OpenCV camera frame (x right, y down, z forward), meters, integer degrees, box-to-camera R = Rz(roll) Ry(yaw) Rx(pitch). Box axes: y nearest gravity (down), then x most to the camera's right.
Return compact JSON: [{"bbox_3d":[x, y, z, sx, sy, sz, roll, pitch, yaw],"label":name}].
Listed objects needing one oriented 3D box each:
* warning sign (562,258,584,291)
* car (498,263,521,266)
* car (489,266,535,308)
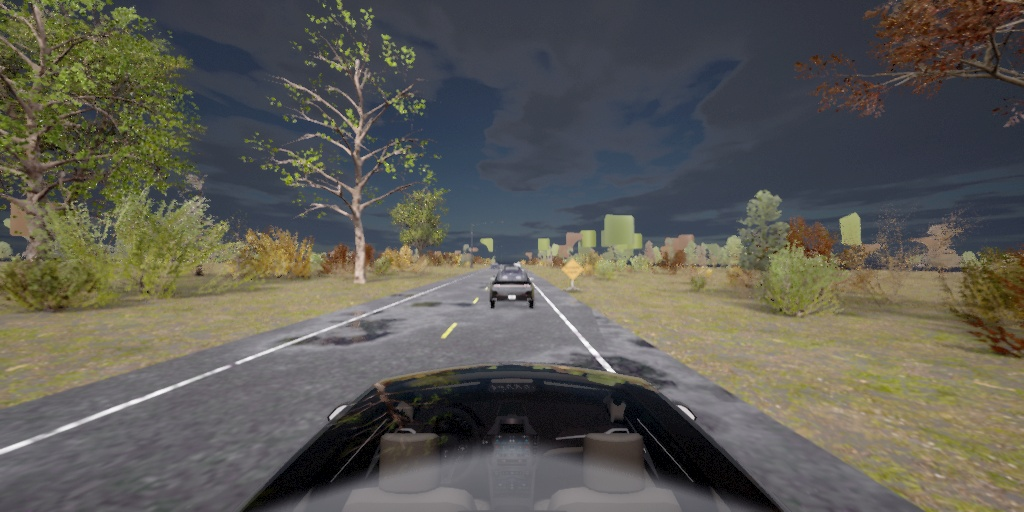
[{"bbox_3d":[3.549,1.064,20.931,1.300,1.860,1.060,0,0,0],"label":"warning sign"},{"bbox_3d":[0.002,1.572,31.164,1.837,1.490,4.892,0,0,0],"label":"car"},{"bbox_3d":[0.003,1.390,16.165,2.128,1.511,4.902,0,-1,0],"label":"car"}]
